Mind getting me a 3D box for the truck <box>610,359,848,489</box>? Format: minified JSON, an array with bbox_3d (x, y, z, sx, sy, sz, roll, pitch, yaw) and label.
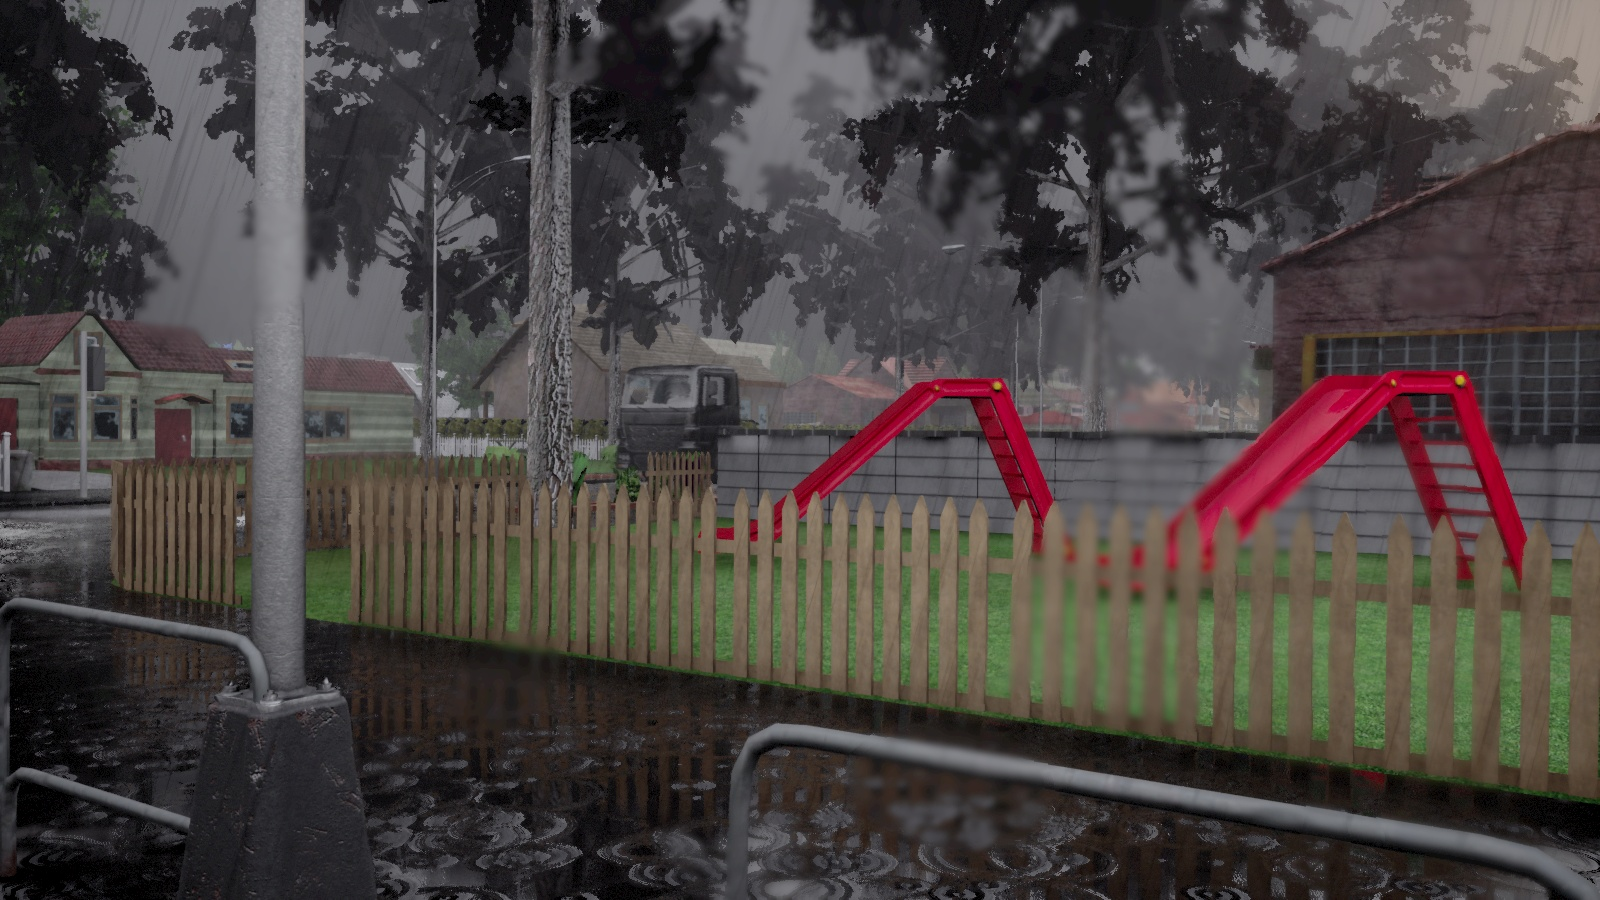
[{"bbox_3d":[-1.882,-0.745,37.493,2.891,3.462,7.936,0,1,34],"label":"truck"}]
